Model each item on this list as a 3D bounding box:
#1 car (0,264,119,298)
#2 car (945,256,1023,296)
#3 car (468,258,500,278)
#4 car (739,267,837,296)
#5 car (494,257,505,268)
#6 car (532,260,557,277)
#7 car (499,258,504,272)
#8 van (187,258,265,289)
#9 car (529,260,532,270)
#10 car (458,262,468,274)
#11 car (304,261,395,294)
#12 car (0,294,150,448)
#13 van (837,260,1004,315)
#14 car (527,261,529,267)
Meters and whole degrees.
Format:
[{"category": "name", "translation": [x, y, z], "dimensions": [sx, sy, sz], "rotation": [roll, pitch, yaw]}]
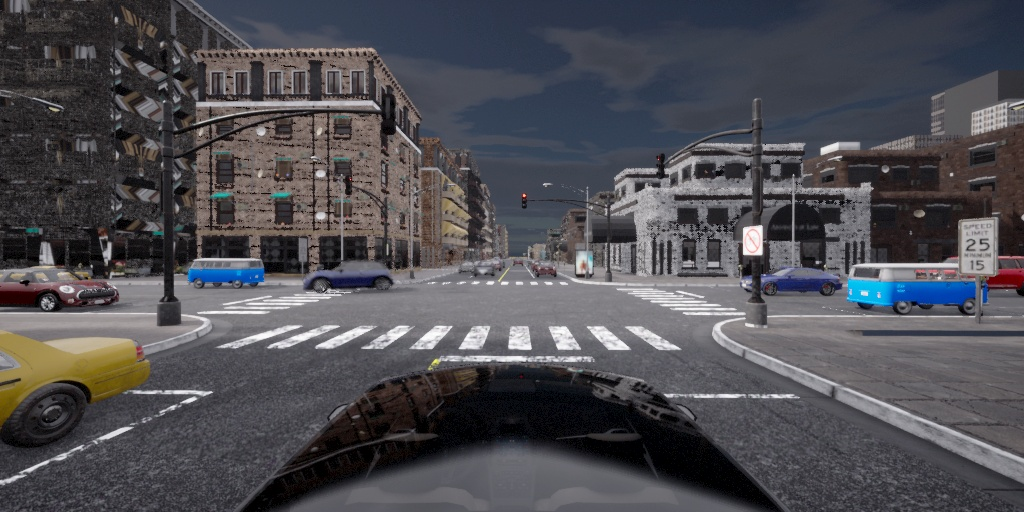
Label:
[{"category": "car", "translation": [-17.526, 1.190, 13.523], "dimensions": [4.097, 1.591, 1.967], "rotation": [0, 0, 1]}, {"category": "car", "translation": [24.353, 1.019, 18.900], "dimensions": [5.566, 2.045, 2.150], "rotation": [0, 0, 0]}, {"category": "car", "translation": [-2.546, 1.247, 34.294], "dimensions": [2.128, 1.511, 4.902], "rotation": [0, 0, 1]}, {"category": "car", "translation": [14.691, 1.298, 18.993], "dimensions": [4.674, 1.442, 1.812], "rotation": [0, 0, 2]}, {"category": "car", "translation": [-2.091, 1.270, 59.090], "dimensions": [2.128, 1.511, 4.902], "rotation": [0, 0, 1]}, {"category": "car", "translation": [3.259, 1.195, 35.111], "dimensions": [1.967, 1.591, 4.097], "rotation": [0, 0, 1]}, {"category": "car", "translation": [-2.323, 1.291, 47.114], "dimensions": [1.812, 1.442, 4.674], "rotation": [0, 0, 1]}, {"category": "van", "translation": [-17.426, 1.030, 21.903], "dimensions": [3.998, 1.789, 1.690], "rotation": [0, 0, 1]}, {"category": "car", "translation": [3.454, 1.347, 46.503], "dimensions": [1.802, 1.307, 4.207], "rotation": [0, 0, 1]}, {"category": "car", "translation": [-5.023, 1.311, 40.939], "dimensions": [2.007, 1.370, 4.403], "rotation": [0, 0, 1]}, {"category": "car", "translation": [-8.975, 1.070, 20.003], "dimensions": [4.553, 1.767, 2.097], "rotation": [0, 0, -22]}, {"category": "car", "translation": [-5.680, 1.275, 2.623], "dimensions": [1.751, 1.417, 4.829], "rotation": [0, 0, 1]}, {"category": "van", "translation": [14.851, 1.156, 13.208], "dimensions": [3.998, 1.789, 1.690], "rotation": [0, 0, 1]}, {"category": "car", "translation": [3.552, 1.321, 52.199], "dimensions": [2.007, 1.370, 4.403], "rotation": [0, 0, 1]}]
